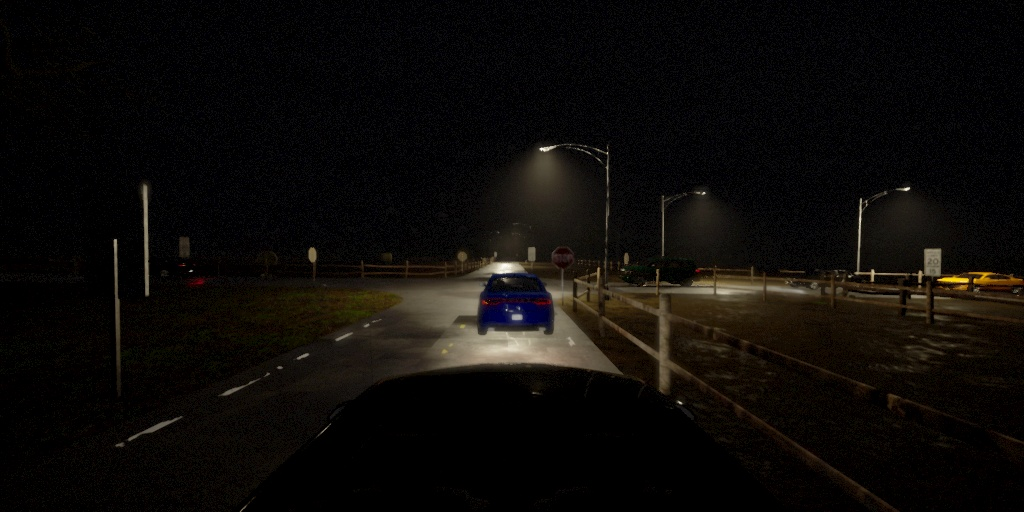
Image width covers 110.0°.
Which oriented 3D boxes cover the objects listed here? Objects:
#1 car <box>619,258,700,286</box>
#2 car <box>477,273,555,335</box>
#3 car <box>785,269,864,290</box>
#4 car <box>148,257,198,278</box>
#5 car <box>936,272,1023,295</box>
[{"bbox_3d":[10.783,1.158,26.348,5.566,2.045,2.150,1,1,2],"label":"car"},{"bbox_3d":[0.047,1.218,10.488,1.882,1.535,5.008,0,0,-2],"label":"car"},{"bbox_3d":[22.889,1.704,26.324,4.892,1.490,1.837,1,1,0],"label":"car"},{"bbox_3d":[-25.638,0.793,25.941,4.892,1.490,1.837,1,1,0],"label":"car"},{"bbox_3d":[34.406,1.951,26.407,5.008,1.535,1.882,2,1,0],"label":"car"}]
